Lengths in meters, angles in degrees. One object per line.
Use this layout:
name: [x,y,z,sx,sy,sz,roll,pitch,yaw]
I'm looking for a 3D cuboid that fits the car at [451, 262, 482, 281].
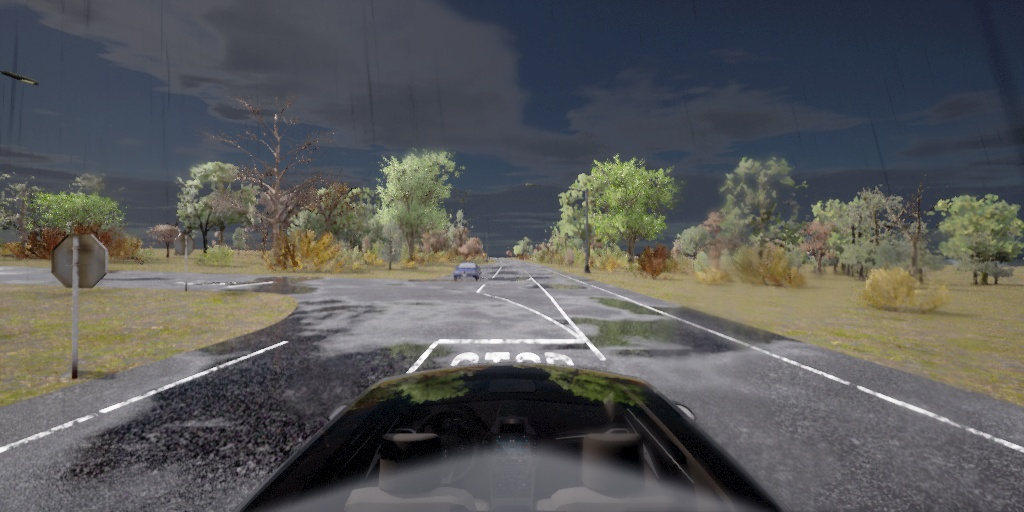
car: [-3.486,1.194,28.594,1.812,1.442,4.674,1,-1,0]
